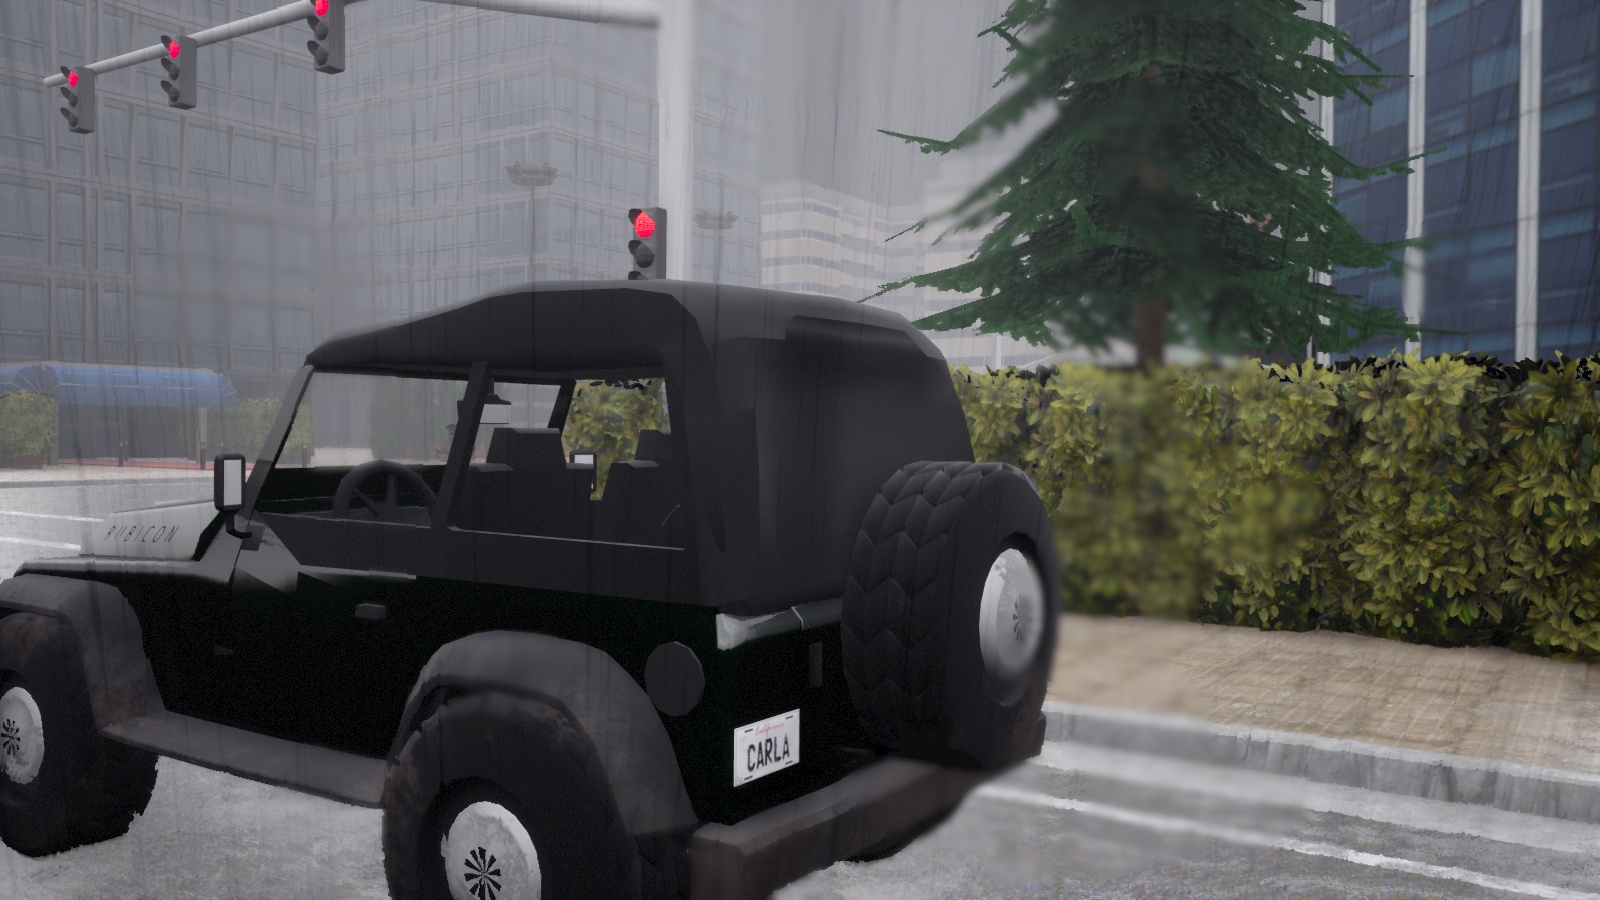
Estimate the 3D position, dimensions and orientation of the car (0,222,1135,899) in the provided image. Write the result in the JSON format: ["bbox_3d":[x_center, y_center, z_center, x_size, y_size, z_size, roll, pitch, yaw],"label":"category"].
[{"bbox_3d":[-1.061,0.478,4.325,3.866,1.878,1.905,0,1,34],"label":"car"}]
